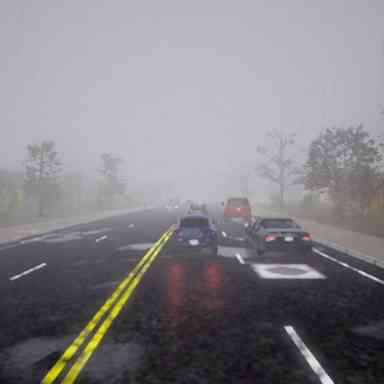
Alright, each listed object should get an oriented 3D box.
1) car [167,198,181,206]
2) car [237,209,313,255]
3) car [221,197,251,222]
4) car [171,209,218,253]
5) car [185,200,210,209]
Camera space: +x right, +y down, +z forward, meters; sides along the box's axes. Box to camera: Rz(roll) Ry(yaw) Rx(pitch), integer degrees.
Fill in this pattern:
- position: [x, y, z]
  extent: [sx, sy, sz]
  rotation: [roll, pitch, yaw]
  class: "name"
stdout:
- position: [-3.547, 1.927, 66.025]
  extent: [2.097, 1.767, 4.553]
  rotation: [0, 0, 5]
  class: "car"
- position: [3.363, 1.678, 13.906]
  extent: [2.033, 1.411, 5.357]
  rotation: [0, 0, 1]
  class: "car"
- position: [3.794, 1.477, 28.825]
  extent: [2.150, 2.045, 5.566]
  rotation: [0, 0, 2]
  class: "car"
- position: [0.126, 1.662, 14.341]
  extent: [1.812, 1.442, 4.674]
  rotation: [0, 0, 1]
  class: "car"
- position: [0.562, 1.760, 29.231]
  extent: [2.128, 1.511, 4.902]
  rotation: [0, 0, 2]
  class: "car"
